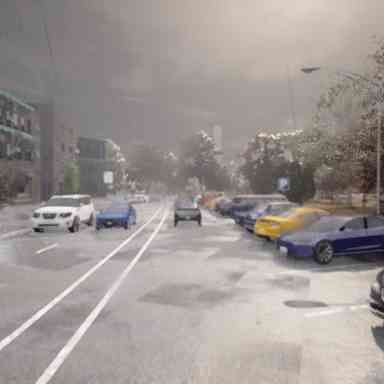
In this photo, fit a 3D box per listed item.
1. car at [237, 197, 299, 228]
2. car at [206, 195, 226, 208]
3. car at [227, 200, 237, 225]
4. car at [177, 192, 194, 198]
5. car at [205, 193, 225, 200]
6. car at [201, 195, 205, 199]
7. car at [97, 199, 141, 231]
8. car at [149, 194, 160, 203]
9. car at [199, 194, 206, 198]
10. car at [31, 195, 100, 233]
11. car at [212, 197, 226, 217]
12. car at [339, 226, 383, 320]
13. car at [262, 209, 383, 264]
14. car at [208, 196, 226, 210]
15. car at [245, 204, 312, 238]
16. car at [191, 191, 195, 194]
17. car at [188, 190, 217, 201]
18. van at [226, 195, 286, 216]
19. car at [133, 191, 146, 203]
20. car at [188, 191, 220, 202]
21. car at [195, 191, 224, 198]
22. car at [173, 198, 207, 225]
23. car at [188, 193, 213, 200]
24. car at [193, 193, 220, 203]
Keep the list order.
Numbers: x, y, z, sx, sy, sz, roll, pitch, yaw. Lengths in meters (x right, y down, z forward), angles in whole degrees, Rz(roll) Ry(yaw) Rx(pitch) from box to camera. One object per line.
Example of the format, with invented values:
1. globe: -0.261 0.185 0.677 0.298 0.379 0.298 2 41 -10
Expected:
1. car: 5.058 1.317 17.528 4.553 1.767 2.185 1 0 -22
2. car: 4.600 1.426 35.423 5.366 1.575 1.946 1 0 -23
3. car: 5.016 1.438 20.501 5.008 1.535 2.097 1 0 -22
4. car: -1.192 1.294 42.092 2.097 1.767 4.553 0 0 -3
5. car: 4.309 1.300 38.323 4.553 1.767 2.185 1 0 -23
6. car: 4.112 1.423 41.284 5.008 1.535 2.097 1 0 -23
7. car: -4.593 1.437 20.696 1.882 1.535 5.008 0 0 -2
8. car: -6.930 1.128 62.195 1.882 1.535 5.008 0 1 -4
9. car: 3.951 1.415 44.249 4.892 1.521 2.231 1 1 -24
10. car: -7.361 1.184 19.642 2.150 2.045 5.566 0 0 -2
11. car: 4.705 1.431 29.408 5.008 1.535 2.097 1 0 -23
12. car: 5.301 1.470 5.648 4.892 1.521 2.231 1 0 -21
13. car: 5.184 1.483 11.582 4.792 1.488 2.163 1 0 -21
14. car: 4.561 1.429 32.383 5.008 1.535 2.097 1 0 -23
15. car: 5.151 1.448 14.565 5.008 1.535 2.097 1 0 -21
16. car: 3.104 1.026 56.100 5.566 2.045 2.435 0 2 -25
17. car: 2.143 0.744 67.977 5.566 2.045 2.435 0 1 -25
18. van: 5.026 1.211 23.524 4.442 1.987 1.878 1 0 -22
19. car: -9.673 0.891 61.470 2.150 2.045 5.566 0 1 -4
20. car: 2.364 0.820 64.984 5.566 2.045 2.435 0 2 -25
21. car: 3.784 1.144 47.234 5.566 2.045 2.435 0 0 -24
22. car: -0.340 1.446 23.662 2.128 1.511 4.902 0 0 -2
23. car: 1.831 0.919 70.927 4.892 1.521 2.231 0 1 -26
24. car: 2.674 1.022 62.058 4.553 1.767 2.185 0 2 -25
